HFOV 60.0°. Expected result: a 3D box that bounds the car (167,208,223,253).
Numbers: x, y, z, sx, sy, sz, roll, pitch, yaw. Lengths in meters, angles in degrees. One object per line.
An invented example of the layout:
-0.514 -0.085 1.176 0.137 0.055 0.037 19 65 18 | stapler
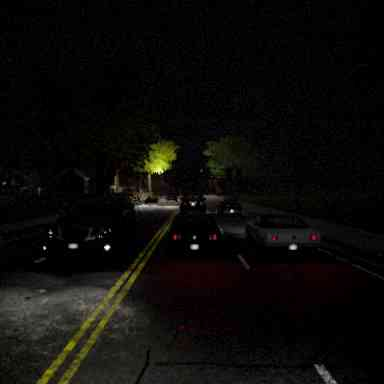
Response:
0.097 1.529 13.338 1.895 1.301 4.718 0 0 0 | car

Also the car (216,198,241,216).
3.343 1.338 30.258 1.837 1.490 4.892 0 0 0 | car

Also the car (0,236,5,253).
-6.602 1.559 7.860 1.895 1.301 4.718 0 0 0 | car

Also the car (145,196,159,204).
-6.511 1.342 54.600 1.895 1.301 4.718 0 0 0 | car

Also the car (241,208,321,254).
3.347 1.529 13.218 1.895 1.301 4.718 0 0 0 | car

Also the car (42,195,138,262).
-3.352 1.156 12.148 2.150 2.045 5.566 0 0 0 | car

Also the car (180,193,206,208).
0.094 1.060 29.346 2.150 2.045 5.566 0 0 0 | car
